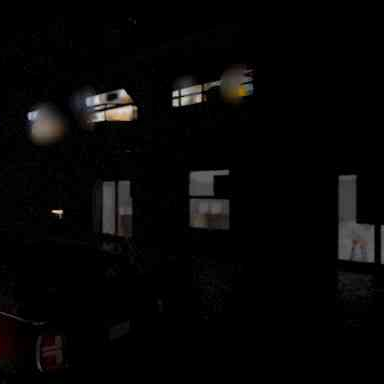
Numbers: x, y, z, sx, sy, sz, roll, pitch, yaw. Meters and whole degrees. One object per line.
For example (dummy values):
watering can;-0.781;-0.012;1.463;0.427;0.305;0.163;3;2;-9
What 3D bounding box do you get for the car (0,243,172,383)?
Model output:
car;-2.318;1.438;4.530;4.097;1.590;1.967;0;0;36
